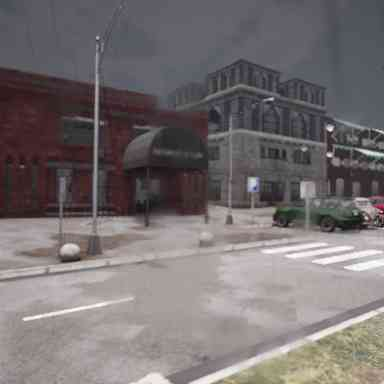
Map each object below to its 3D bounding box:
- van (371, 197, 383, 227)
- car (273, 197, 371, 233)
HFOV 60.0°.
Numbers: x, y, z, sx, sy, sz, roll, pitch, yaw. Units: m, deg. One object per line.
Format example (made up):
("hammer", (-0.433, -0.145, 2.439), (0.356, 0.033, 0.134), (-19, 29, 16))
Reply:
("van", (10.113, 1.379, 22.535), (1.878, 1.987, 4.442), (0, 0, -35))
("car", (7.762, 1.342, 21.051), (2.435, 2.045, 5.566), (0, 0, -35))
